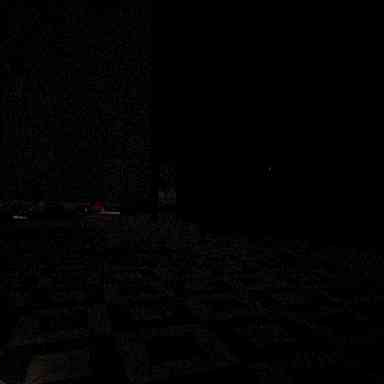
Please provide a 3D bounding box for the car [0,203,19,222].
[{"bbox_3d":[-16.486,1.775,26.222,1.947,1.339,4.313,-1,-2,35],"label":"car"}]

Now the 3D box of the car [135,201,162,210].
[{"bbox_3d":[-7.045,2.210,54.153,2.008,1.369,4.403,-1,-2,35],"label":"car"}]

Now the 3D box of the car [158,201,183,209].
[{"bbox_3d":[-3.770,2.306,58.748,2.008,1.369,4.403,-1,-2,35],"label":"car"}]

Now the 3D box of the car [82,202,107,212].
[{"bbox_3d":[-13.596,2.016,44.963,1.887,1.381,4.507,-1,-2,35],"label":"car"}]

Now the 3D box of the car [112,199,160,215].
[{"bbox_3d":[-6.660,1.792,40.015,2.192,1.841,5.009,-1,-2,35],"label":"car"}]

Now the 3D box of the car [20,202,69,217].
[{"bbox_3d":[-16.181,1.867,36.728,1.812,1.442,4.674,0,-1,36],"label":"car"}]

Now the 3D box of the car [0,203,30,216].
[{"bbox_3d":[-20.147,1.842,35.772,2.008,1.369,4.403,-1,-1,35],"label":"car"}]

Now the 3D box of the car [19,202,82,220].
[{"bbox_3d":[-13.112,1.824,30.956,1.752,1.417,4.829,-1,-2,35],"label":"car"}]

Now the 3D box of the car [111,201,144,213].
[{"bbox_3d":[-9.011,2.067,46.764,1.812,1.442,4.674,0,-1,36],"label":"car"}]

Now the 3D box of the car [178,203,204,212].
[{"bbox_3d":[-0.103,2.246,49.204,1.802,1.307,4.206,-1,-2,36],"label":"car"}]

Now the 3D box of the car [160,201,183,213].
[{"bbox_3d":[-3.383,2.114,44.604,1.887,1.381,4.507,-1,-2,35],"label":"car"}]
